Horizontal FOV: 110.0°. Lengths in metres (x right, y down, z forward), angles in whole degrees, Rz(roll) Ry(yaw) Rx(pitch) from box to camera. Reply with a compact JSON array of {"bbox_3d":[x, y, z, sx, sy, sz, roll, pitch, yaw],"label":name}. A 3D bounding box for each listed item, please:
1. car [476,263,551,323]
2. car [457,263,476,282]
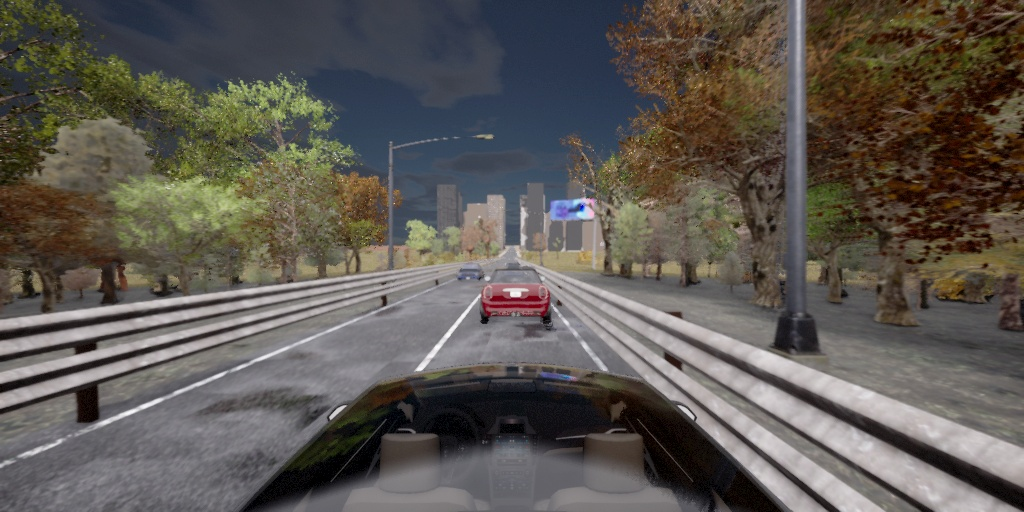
[{"bbox_3d":[0.104,1.102,12.289,2.097,1.767,4.553,0,0,0],"label":"car"},{"bbox_3d":[-3.344,1.302,29.776,2.033,1.411,5.357,0,0,0],"label":"car"}]
